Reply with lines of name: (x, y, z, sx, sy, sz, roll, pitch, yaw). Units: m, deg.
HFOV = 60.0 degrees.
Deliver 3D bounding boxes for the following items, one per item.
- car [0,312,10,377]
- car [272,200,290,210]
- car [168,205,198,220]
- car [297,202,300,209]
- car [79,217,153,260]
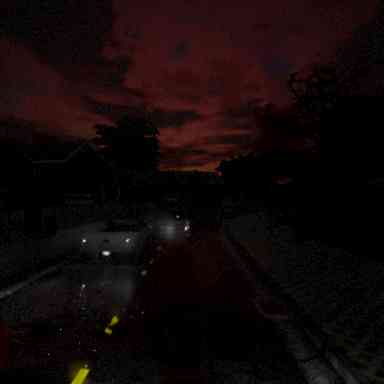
car: (-2.841, 1.540, 1.752, 1.812, 1.442, 4.674, 0, -1, 0)
car: (15.729, 2.311, 59.410, 2.097, 1.767, 4.553, -1, -2, 40)
car: (-0.765, 1.903, 31.535, 1.895, 1.301, 4.718, 0, -1, 13)
car: (23.386, 2.546, 67.639, 4.553, 1.767, 2.097, 2, -2, -39)
car: (-2.752, 1.698, 13.004, 1.895, 1.301, 4.718, 0, 0, 1)
